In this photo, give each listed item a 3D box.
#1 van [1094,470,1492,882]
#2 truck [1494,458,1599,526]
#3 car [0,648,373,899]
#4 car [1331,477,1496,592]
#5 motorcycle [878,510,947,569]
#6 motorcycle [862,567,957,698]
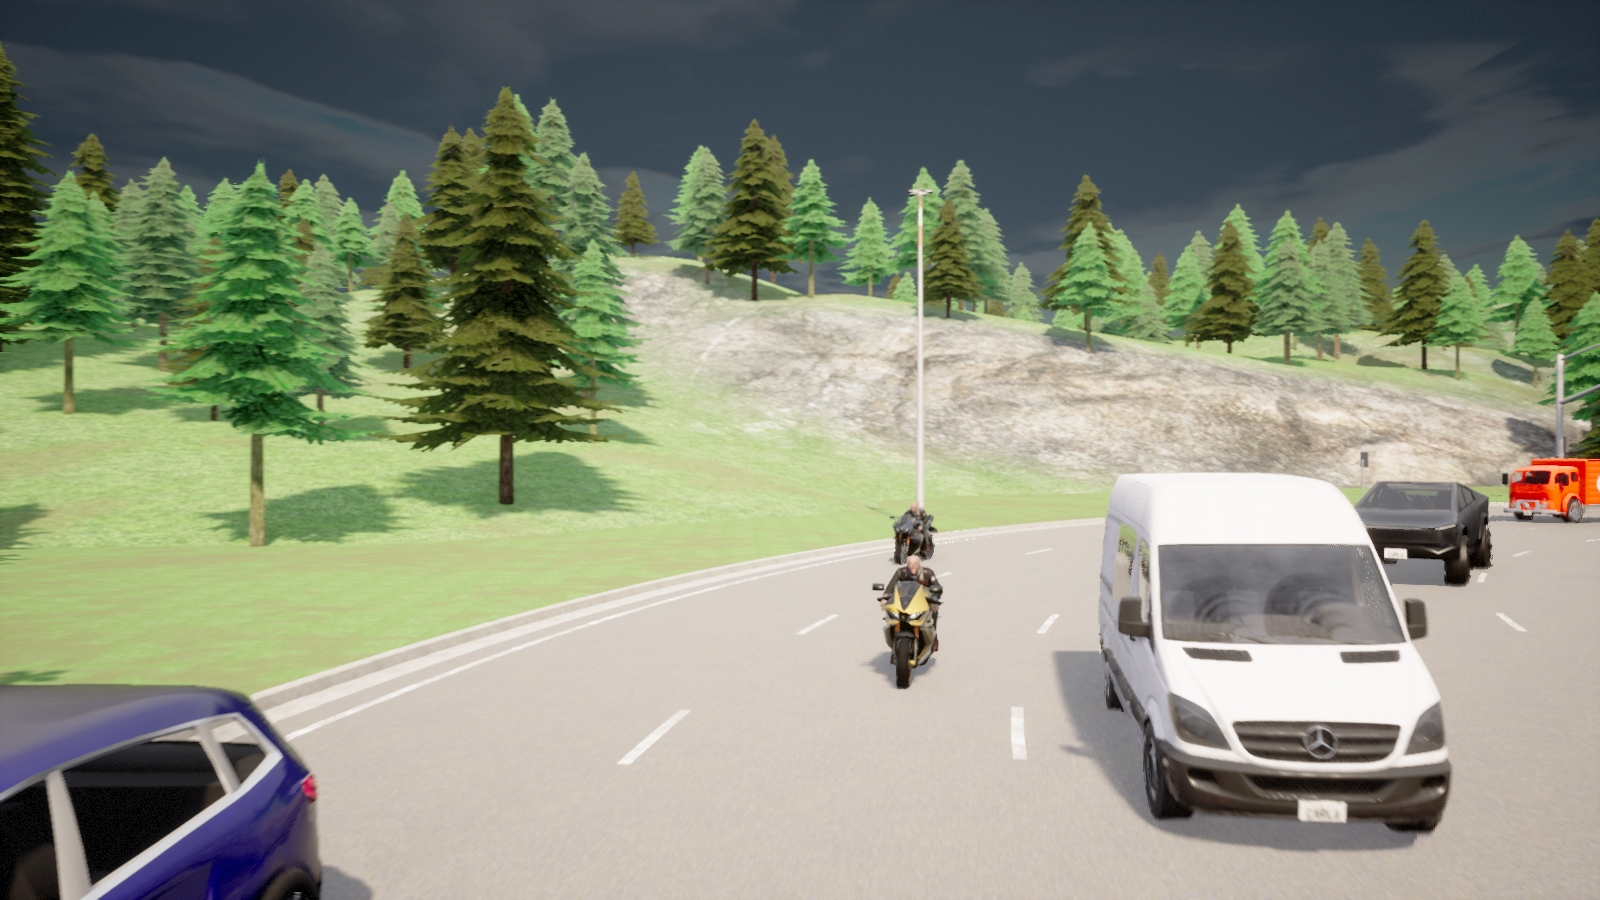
[{"bbox_3d":[3.989,1.532,10.490,1.988,2.561,5.915,-1,0,10],"label":"van"},{"bbox_3d":[29.940,1.569,44.420,5.204,2.467,2.627,0,0,-25],"label":"truck"},{"bbox_3d":[-3.623,1.963,4.208,2.242,1.667,4.611,0,0,2],"label":"car"},{"bbox_3d":[13.944,1.750,25.730,2.390,2.098,6.274,0,0,36],"label":"car"},{"bbox_3d":[2.817,2.195,28.299,0.867,1.251,2.209,2,1,29],"label":"motorcycle"},{"bbox_3d":[1.399,2.200,14.201,0.867,1.251,2.209,1,0,13],"label":"motorcycle"}]
